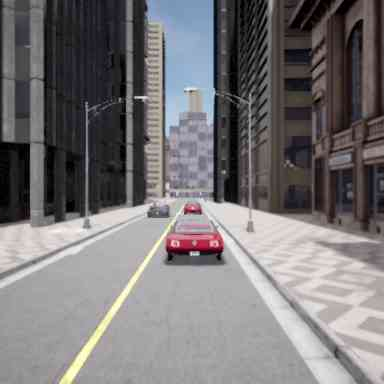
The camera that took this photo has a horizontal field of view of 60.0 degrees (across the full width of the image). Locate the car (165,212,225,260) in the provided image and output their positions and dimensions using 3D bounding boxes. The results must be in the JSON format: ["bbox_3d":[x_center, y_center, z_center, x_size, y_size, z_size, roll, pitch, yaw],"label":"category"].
[{"bbox_3d":[0.088,1.632,12.530,1.895,1.301,4.718,0,0,0],"label":"car"}]

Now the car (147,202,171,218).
[{"bbox_3d":[-2.998,1.661,30.975,1.994,1.385,4.181,0,0,0],"label":"car"}]

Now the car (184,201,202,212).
[{"bbox_3d":[0.101,1.689,37.547,1.994,1.385,4.181,0,0,0],"label":"car"}]
